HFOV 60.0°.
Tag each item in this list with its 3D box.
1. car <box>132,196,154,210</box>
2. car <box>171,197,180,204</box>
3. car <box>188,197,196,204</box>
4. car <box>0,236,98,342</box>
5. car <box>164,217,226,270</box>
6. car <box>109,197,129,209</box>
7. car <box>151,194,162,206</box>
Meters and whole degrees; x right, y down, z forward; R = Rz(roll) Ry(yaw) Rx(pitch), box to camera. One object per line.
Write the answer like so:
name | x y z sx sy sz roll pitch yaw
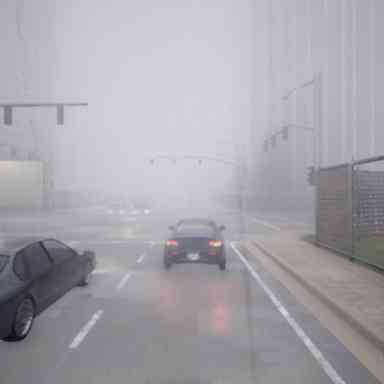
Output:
car | -7.071 1.695 48.047 1.882 1.535 5.008 0 0 0
car | -3.494 1.714 69.907 2.033 1.411 5.357 0 0 0
car | 0.006 1.714 69.907 2.033 1.411 5.357 0 0 0
car | -3.443 1.577 6.456 2.033 1.411 5.357 0 0 1
car | 0.158 1.577 11.178 1.812 1.442 4.674 0 -1 3
car | -10.571 1.570 48.136 2.097 1.767 4.553 0 0 0
car | -7.016 1.511 63.626 2.150 2.045 5.566 0 0 1
